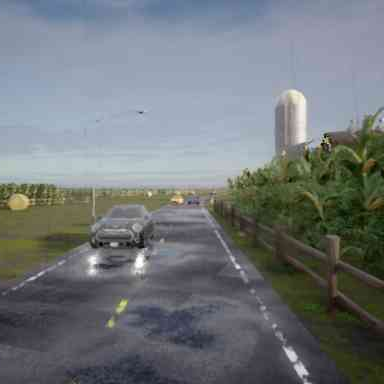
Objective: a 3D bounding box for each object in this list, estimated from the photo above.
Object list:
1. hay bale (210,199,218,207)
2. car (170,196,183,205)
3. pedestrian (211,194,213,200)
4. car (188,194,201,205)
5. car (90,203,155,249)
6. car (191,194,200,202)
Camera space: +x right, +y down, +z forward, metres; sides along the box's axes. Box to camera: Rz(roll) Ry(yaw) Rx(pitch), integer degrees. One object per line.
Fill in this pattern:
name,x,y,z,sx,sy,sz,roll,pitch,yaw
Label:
hay bale,3.248,1.619,49.581,1.220,1.180,1.240,0,1,1
car,-2.526,1.433,56.198,1.882,1.535,5.008,0,0,2
pedestrian,2.967,1.245,50.862,0.375,1.860,0.375,0,1,-2
car,0.296,1.519,57.568,1.994,1.385,4.181,0,0,2
car,-2.852,1.342,14.465,2.097,1.767,4.553,0,0,0
car,0.857,1.279,72.961,1.837,1.490,4.892,0,0,3
